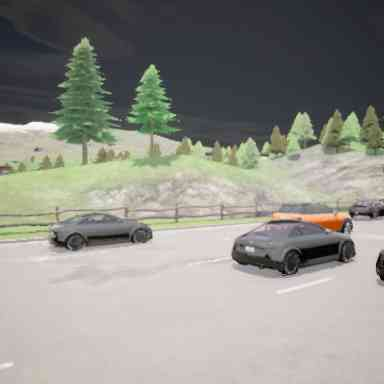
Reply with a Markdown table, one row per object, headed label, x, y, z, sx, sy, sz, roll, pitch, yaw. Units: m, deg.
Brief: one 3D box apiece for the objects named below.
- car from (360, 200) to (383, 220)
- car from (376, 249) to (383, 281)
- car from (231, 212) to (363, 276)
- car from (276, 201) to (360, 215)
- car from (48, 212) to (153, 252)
| label | x | y | z | sx | sy | sz | roll | pitch | yaw |
| --- | --- | --- | --- | --- | --- | --- | --- | --- | --- |
| car | 14.758 | 1.430 | 27.170 | 4.902 | 1.511 | 2.128 | 0 | 0 | -35 |
| car | 6.483 | 1.542 | 8.370 | 4.181 | 1.385 | 1.994 | 0 | 0 | -35 |
| car | 3.231 | 1.545 | 10.350 | 4.181 | 1.385 | 1.994 | 0 | 0 | -35 |
| car | 6.043 | 1.321 | 16.654 | 4.553 | 1.767 | 2.097 | 0 | 0 | -36 |
| car | -3.759 | 1.553 | 13.962 | 4.181 | 1.385 | 1.994 | 0 | 0 | -35 |
